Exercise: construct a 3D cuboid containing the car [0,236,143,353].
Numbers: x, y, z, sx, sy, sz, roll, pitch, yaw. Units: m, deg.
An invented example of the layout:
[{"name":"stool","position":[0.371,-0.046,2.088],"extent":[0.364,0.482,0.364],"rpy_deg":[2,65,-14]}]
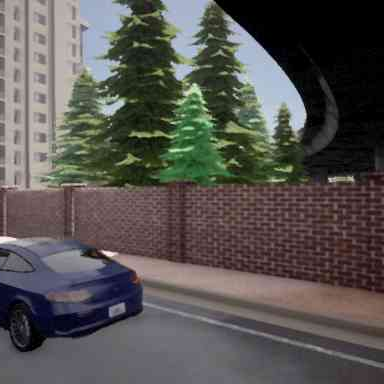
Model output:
[{"name":"car","position":[-2.955,1.575,6.205],"extent":[4.674,1.442,1.812],"rpy_deg":[-1,0,36]}]
